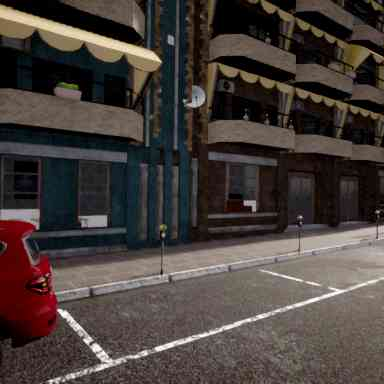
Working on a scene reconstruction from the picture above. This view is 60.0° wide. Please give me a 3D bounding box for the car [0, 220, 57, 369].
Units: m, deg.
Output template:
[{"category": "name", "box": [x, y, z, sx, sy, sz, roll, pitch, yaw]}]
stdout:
[{"category": "car", "box": [-4.122, 1.315, 3.595, 5.009, 1.841, 2.192, 0, 1, -36]}]
